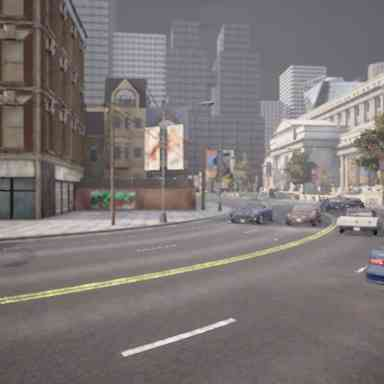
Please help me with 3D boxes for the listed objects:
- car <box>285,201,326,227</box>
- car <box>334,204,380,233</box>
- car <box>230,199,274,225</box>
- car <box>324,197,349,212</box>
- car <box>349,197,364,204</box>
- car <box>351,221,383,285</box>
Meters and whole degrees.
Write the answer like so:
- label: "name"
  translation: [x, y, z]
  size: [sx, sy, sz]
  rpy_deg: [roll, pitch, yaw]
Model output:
- label: "car"
  translation: [7.754, 1.492, 22.818]
  size: [1.812, 1.442, 4.674]
  rpy_deg: [0, 0, 28]
- label: "car"
  translation: [9.495, 1.573, 18.733]
  size: [1.895, 1.301, 4.718]
  rpy_deg: [0, 0, 31]
- label: "car"
  translation: [4.410, 1.314, 24.026]
  size: [2.097, 1.767, 4.553]
  rpy_deg: [0, 0, 28]
- label: "car"
  translation: [15.918, 1.469, 38.024]
  size: [1.812, 1.442, 4.674]
  rpy_deg: [0, 0, 8]
- label: "car"
  translation: [19.565, 1.444, 41.281]
  size: [1.837, 1.490, 4.892]
  rpy_deg: [1, 0, 4]
- label: "car"
  translation: [6.109, 1.535, 8.475]
  size: [2.033, 1.411, 5.357]
  rpy_deg: [0, 0, 44]
